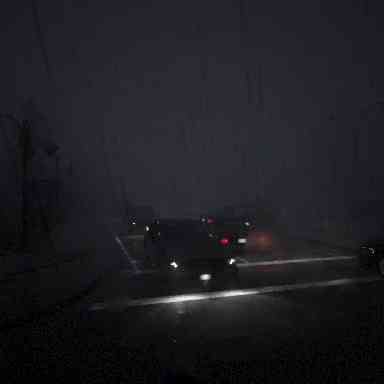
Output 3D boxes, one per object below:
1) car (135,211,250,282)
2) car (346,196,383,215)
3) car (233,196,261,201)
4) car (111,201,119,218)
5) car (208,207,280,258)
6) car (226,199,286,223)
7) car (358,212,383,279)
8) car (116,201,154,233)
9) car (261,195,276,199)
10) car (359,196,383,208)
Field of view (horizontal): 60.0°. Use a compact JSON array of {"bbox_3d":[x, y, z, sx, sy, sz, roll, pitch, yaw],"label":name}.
[{"bbox_3d":[-0.368,1.543,10.140,2.033,1.411,5.357,0,0,-15],"label":"car"},{"bbox_3d":[15.546,1.355,29.271,1.970,1.475,3.806,0,0,-17],"label":"car"},{"bbox_3d":[7.266,1.287,46.207,2.007,1.523,4.514,0,0,-17],"label":"car"},{"bbox_3d":[-6.313,1.516,30.111,2.033,1.411,5.357,0,0,-17],"label":"car"},{"bbox_3d":[1.392,1.539,12.677,2.033,1.411,5.357,0,0,-4],"label":"car"},{"bbox_3d":[2.898,1.467,19.545,5.357,1.411,2.033,-3,2,-24],"label":"car"},{"bbox_3d":[6.785,1.475,7.997,5.008,1.535,1.882,0,0,36],"label":"car"},{"bbox_3d":[-3.127,1.529,19.967,2.033,1.411,5.357,0,0,-17],"label":"car"},{"bbox_3d":[10.252,1.277,47.171,2.152,1.636,5.027,0,0,-17],"label":"car"},{"bbox_3d":[23.819,1.273,43.279,1.845,1.501,3.633,0,0,-17],"label":"car"}]
